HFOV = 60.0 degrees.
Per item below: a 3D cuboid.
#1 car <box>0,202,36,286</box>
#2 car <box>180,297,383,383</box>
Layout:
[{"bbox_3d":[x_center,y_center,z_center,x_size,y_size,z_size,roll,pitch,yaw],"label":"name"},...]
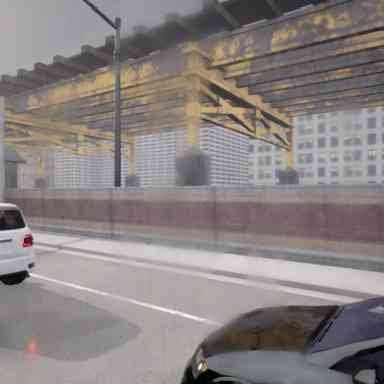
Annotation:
[{"bbox_3d":[-6.159,1.246,8.294,5.566,2.045,2.150,0,0,36],"label":"car"},{"bbox_3d":[1.944,1.576,2.614,4.181,1.385,1.994,0,0,35],"label":"car"}]
